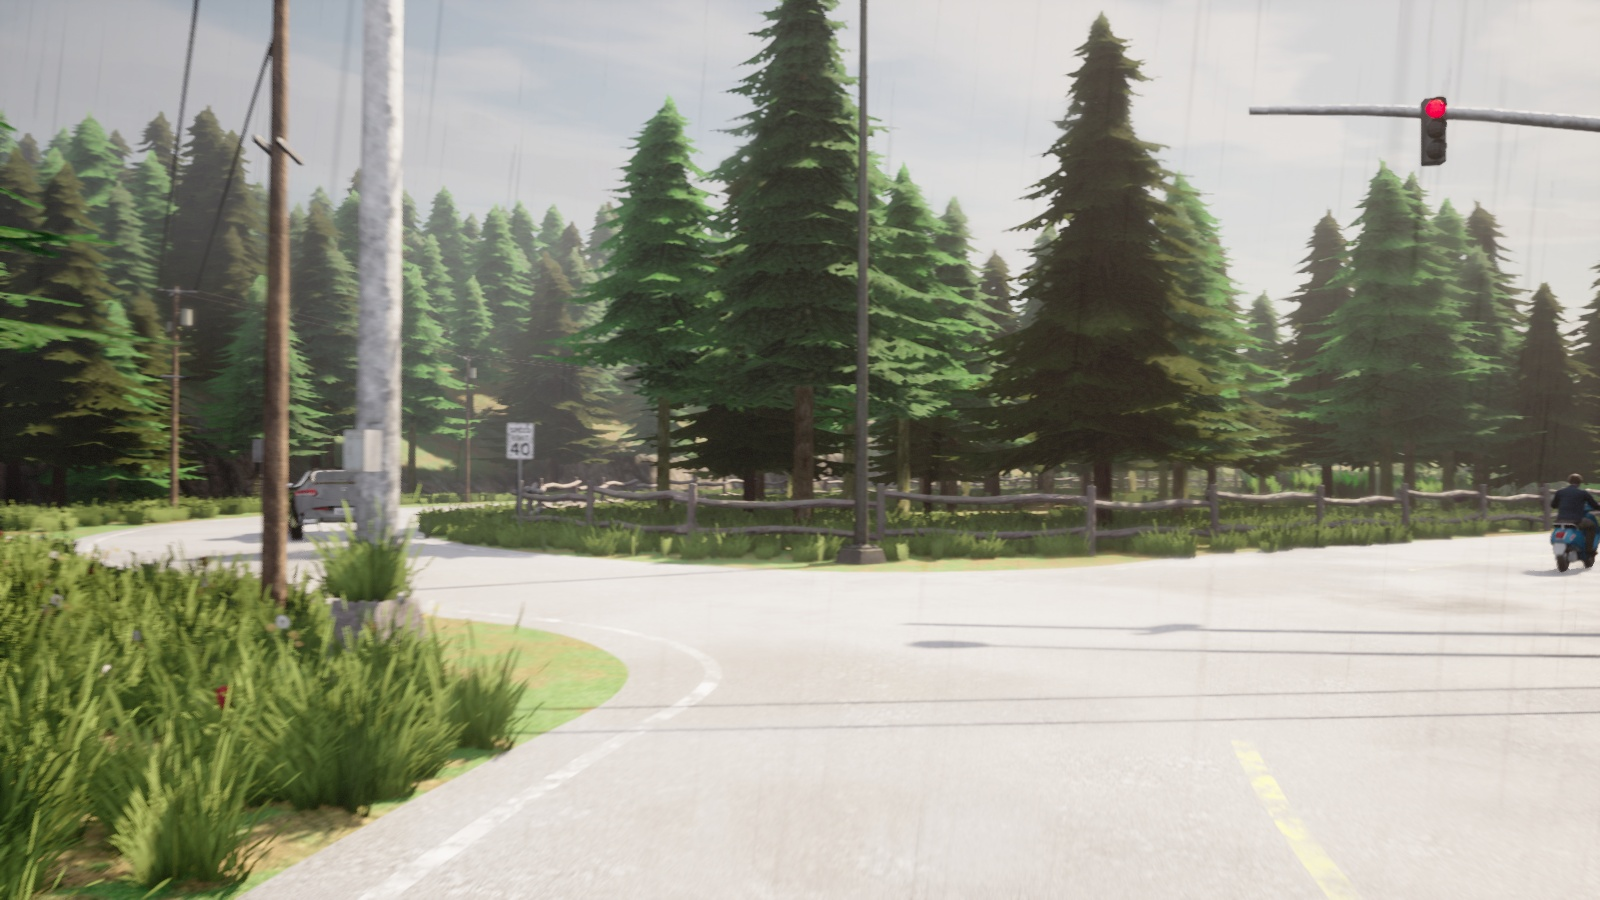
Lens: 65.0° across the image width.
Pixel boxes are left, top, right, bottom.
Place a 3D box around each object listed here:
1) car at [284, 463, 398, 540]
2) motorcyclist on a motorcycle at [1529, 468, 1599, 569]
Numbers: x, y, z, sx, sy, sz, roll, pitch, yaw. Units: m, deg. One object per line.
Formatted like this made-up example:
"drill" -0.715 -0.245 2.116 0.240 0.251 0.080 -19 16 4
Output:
"car" -10.961 1.151 29.756 2.152 1.651 5.027 0 -1 -24
"motorcyclist on a motorcycle" 12.797 1.086 20.673 1.817 1.590 0.866 1 -1 -42
